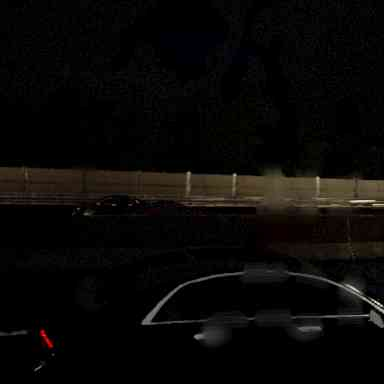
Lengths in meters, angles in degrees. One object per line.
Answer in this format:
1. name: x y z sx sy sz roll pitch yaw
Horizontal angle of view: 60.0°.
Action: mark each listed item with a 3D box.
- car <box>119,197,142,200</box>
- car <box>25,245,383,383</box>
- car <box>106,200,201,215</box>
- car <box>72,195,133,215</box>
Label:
1. car: -1.587 1.160 17.930 4.181 1.385 1.994 1 1 -15
2. car: 0.798 1.436 3.866 4.892 1.490 1.837 2 1 -15
3. car: -1.420 1.235 14.350 4.181 1.385 1.994 1 1 -15
4. car: -4.857 0.960 20.664 4.892 1.490 1.837 1 1 -15
